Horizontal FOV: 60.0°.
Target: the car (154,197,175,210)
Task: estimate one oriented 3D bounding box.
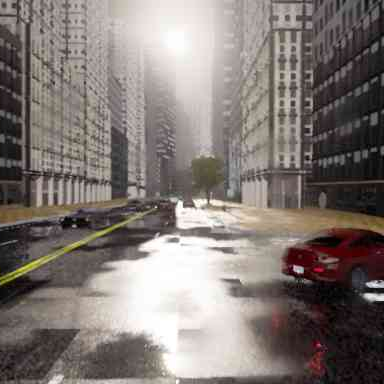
[{"bbox_3d":[-3.684,1.737,45.720,1.837,1.490,4.892,0,-1,-1],"label":"car"}]

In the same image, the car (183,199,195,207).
[{"bbox_3d":[-0.567,1.875,57.651,1.994,1.385,4.181,0,0,-1],"label":"car"}]

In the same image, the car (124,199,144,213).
[{"bbox_3d":[-7.062,1.701,40.730,1.837,1.490,4.892,0,-1,0],"label":"car"}]

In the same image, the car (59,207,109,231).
[{"bbox_3d":[-6.863,1.691,21.570,1.895,1.301,4.718,0,0,-1],"label":"car"}]

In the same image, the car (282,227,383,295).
[{"bbox_3d":[4.540,1.726,9.332,4.674,1.442,1.812,0,-1,-32],"label":"car"}]

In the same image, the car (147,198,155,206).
[{"bbox_3d":[-7.219,1.877,61.855,1.994,1.385,4.181,0,0,-1],"label":"car"}]

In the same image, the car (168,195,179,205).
[{"bbox_3d":[-4.038,1.584,68.958,2.150,2.045,5.566,0,0,-1],"label":"car"}]
